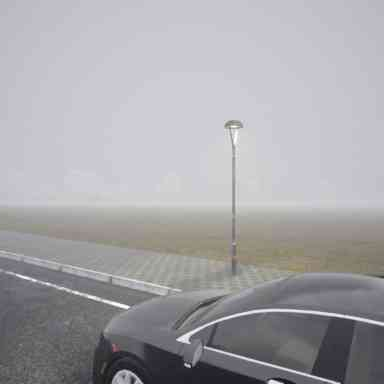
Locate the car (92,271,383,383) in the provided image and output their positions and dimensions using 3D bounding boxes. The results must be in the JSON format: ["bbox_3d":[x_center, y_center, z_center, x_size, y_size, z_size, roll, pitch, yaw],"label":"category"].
[{"bbox_3d":[1.162,1.505,2.879,4.892,1.490,1.837,0,0,36],"label":"car"}]
